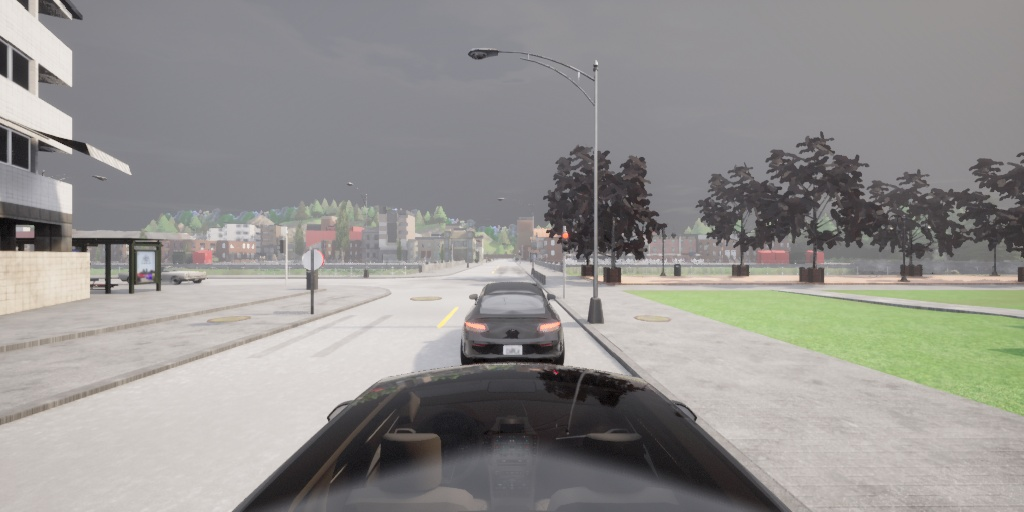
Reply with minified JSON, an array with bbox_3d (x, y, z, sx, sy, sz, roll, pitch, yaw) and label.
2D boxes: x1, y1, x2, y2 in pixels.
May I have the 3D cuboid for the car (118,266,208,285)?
[{"bbox_3d":[-24.467,1.350,25.288,4.718,1.301,1.895,0,0,0],"label":"car"}]

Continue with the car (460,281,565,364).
[{"bbox_3d":[0.007,1.276,7.794,1.812,1.442,4.674,0,0,0],"label":"car"}]
